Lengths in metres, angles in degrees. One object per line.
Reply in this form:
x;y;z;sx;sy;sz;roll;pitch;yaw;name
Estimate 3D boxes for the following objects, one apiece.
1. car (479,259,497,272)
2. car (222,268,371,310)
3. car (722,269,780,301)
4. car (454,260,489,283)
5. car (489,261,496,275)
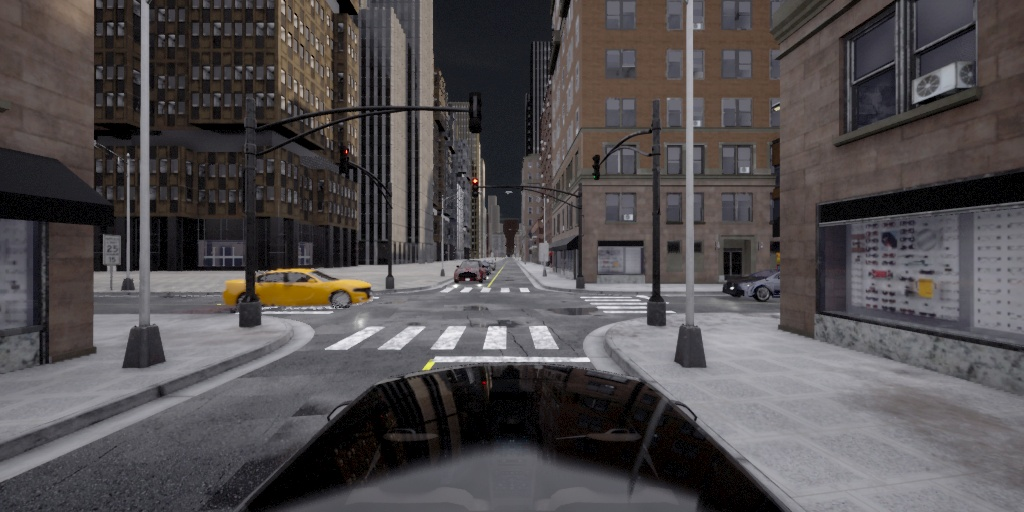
-3.189;1.242;48.493;2.128;1.511;4.902;0;0;0;car
-8.106;1.230;13.867;5.008;1.535;1.882;0;0;-10;car
12.219;1.313;16.687;4.181;1.385;1.994;0;0;-1;car
-3.159;1.103;27.816;2.097;1.767;4.553;0;0;0;car
-3.175;1.298;38.075;2.033;1.411;5.357;0;0;0;car
